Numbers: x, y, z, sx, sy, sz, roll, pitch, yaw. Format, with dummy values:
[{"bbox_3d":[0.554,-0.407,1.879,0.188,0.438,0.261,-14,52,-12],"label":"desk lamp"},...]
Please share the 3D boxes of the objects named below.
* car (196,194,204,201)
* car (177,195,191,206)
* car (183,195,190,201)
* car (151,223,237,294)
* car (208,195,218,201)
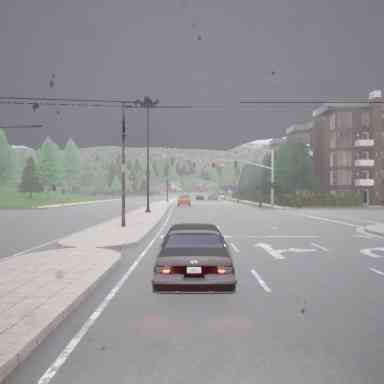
[{"bbox_3d":[2.066,1.477,85.513,1.882,1.535,5.008,0,0,0],"label":"car"},{"bbox_3d":[-1.302,1.352,54.653,2.097,1.767,4.553,0,0,-1],"label":"car"},{"bbox_3d":[-1.434,1.523,85.478,1.812,1.442,4.674,0,0,0],"label":"car"},{"bbox_3d":[0.051,1.547,8.906,2.033,1.411,5.357,0,0,0],"label":"car"},{"bbox_3d":[5.566,1.539,85.517,2.033,1.411,5.357,0,0,0],"label":"car"}]
